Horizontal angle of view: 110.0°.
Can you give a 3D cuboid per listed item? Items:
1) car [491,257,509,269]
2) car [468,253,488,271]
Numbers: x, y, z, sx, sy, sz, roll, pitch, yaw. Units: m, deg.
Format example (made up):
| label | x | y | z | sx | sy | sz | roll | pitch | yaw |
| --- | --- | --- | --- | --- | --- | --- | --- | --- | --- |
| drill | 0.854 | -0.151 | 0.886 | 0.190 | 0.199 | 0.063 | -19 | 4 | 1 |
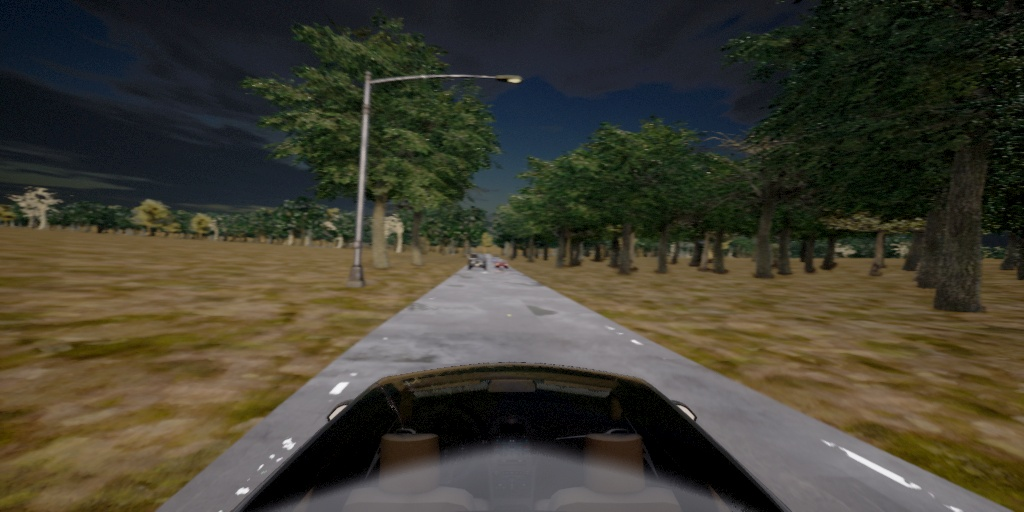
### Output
| label | x | y | z | sx | sy | sz | roll | pitch | yaw |
| --- | --- | --- | --- | --- | --- | --- | --- | --- | --- |
| car | -1.543 | 1.143 | 50.782 | 1.895 | 1.301 | 4.718 | 3 | 0 | -5 |
| car | -4.090 | 0.660 | 43.038 | 2.150 | 2.045 | 5.566 | 3 | 0 | -4 |
